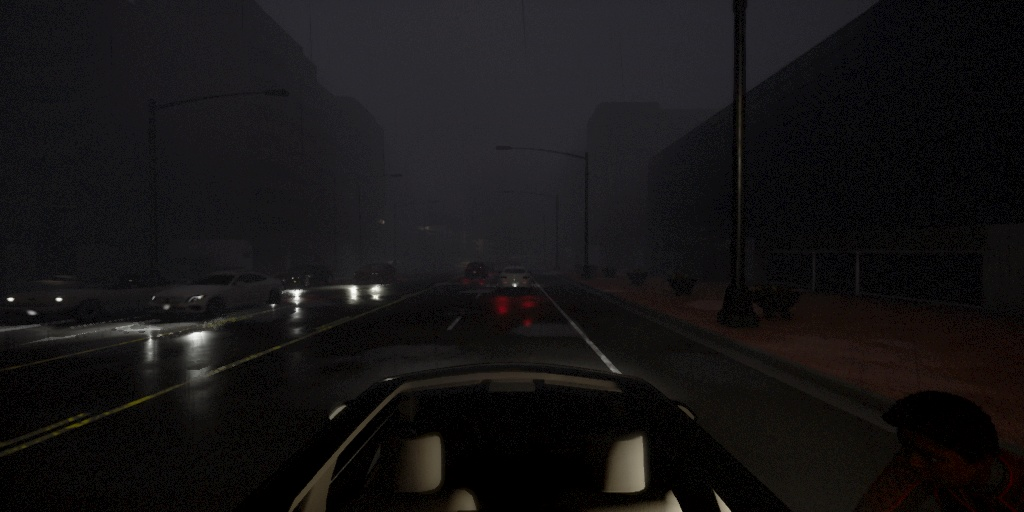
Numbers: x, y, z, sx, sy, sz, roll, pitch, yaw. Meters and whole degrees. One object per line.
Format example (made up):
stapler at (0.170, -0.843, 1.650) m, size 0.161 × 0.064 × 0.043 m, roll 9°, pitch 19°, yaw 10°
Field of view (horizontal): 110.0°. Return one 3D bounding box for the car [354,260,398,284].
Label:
car at (-10.447, 1.265, 27.790) m, size 1.882 × 1.535 × 5.008 m, roll 0°, pitch 0°, yaw 1°

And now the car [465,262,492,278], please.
car at (-3.321, 1.279, 34.439) m, size 1.882 × 1.535 × 5.008 m, roll 0°, pitch 0°, yaw 0°

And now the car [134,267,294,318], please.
car at (-10.504, 1.286, 13.250) m, size 1.812 × 1.442 × 4.674 m, roll 0°, pitch 0°, yaw 1°

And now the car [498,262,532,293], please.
car at (0.165, 1.303, 21.108) m, size 1.812 × 1.442 × 4.674 m, roll 0°, pitch 0°, yaw 0°

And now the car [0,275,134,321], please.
car at (-14.010, 1.359, 12.681) m, size 1.895 × 1.301 × 4.718 m, roll 0°, pitch 0°, yaw 1°

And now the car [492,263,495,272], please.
car at (-3.296, 1.413, 47.675) m, size 1.895 × 1.301 × 4.718 m, roll 0°, pitch 0°, yaw 0°

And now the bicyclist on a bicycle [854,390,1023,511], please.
bicyclist on a bicycle at (1.411, 1.239, 1.075) m, size 1.656 × 1.620 × 0.582 m, roll 1°, pitch 1°, yaw 0°

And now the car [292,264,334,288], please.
car at (-13.984, 1.285, 24.401) m, size 1.837 × 1.490 × 4.892 m, roll 0°, pitch 0°, yaw 1°
